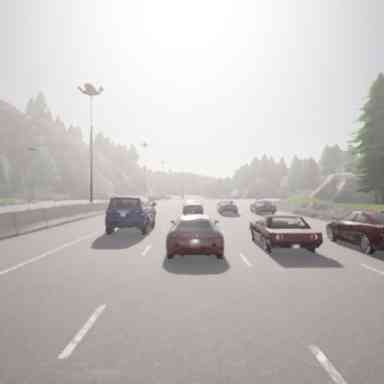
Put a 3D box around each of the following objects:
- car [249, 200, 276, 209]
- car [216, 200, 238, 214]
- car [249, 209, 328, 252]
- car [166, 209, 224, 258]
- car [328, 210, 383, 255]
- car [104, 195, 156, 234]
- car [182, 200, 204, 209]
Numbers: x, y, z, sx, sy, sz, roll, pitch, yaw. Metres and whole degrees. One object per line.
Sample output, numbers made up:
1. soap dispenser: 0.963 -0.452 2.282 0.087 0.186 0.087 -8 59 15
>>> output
1. car: 7.098 1.507 33.507 2.033 1.411 5.357 0 0 0
2. car: 3.594 1.506 34.460 2.033 1.411 5.357 0 0 0
3. car: 3.601 1.585 13.717 1.895 1.301 4.718 0 0 0
4. car: 0.102 1.549 12.665 1.994 1.385 4.181 0 0 0
5. car: 7.103 1.462 13.264 1.882 1.535 5.008 0 0 0
6. car: -3.399 1.201 19.106 2.150 2.045 5.566 0 0 0
7. car: 0.099 1.455 30.985 2.128 1.511 4.902 0 0 0
